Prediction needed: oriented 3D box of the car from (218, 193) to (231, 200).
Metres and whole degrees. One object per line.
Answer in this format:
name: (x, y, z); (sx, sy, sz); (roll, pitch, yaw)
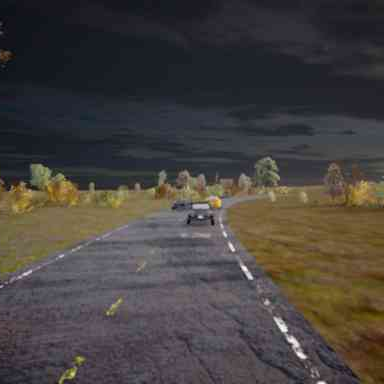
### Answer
car: (7.742, 1.083, 78.876); (2.033, 1.411, 5.357); (0, 0, 17)

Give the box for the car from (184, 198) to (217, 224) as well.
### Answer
car: (0.703, 1.421, 23.750); (1.812, 1.442, 4.674); (0, 0, 4)

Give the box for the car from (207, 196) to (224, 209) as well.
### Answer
car: (2.643, 1.289, 41.942); (1.882, 1.535, 5.008); (0, 0, 8)

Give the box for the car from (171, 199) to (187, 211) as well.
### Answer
car: (-1.124, 1.432, 38.019); (1.895, 1.301, 4.718); (0, 0, 7)
